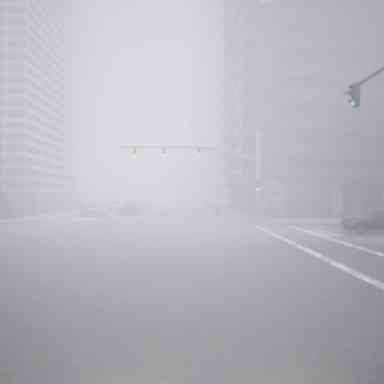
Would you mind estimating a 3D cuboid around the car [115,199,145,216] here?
[{"bbox_3d":[-7.205,1.820,39.037,2.097,1.767,4.553,0,-1,0],"label":"car"}]

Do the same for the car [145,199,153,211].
[{"bbox_3d":[-7.231,1.955,50.222,2.097,1.767,4.553,0,-1,0],"label":"car"}]

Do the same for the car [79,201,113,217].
[{"bbox_3d":[-10.704,1.984,36.637,2.033,1.411,5.357,0,-1,0],"label":"car"}]

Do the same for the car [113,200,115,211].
[{"bbox_3d":[-10.735,1.922,47.791,2.097,1.767,4.553,0,-1,0],"label":"car"}]

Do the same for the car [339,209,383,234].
[{"bbox_3d":[11.589,1.785,20.559,4.674,1.442,1.812,0,-1,0],"label":"car"}]

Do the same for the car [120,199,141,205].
[{"bbox_3d":[-14.887,2.407,80.480,4.892,1.490,1.837,0,-1,0],"label":"car"}]
